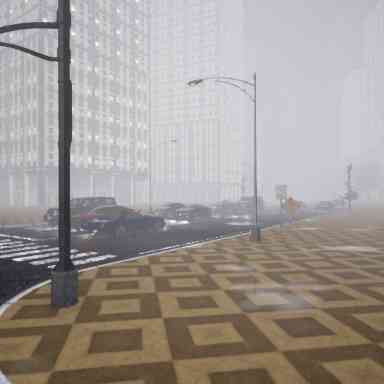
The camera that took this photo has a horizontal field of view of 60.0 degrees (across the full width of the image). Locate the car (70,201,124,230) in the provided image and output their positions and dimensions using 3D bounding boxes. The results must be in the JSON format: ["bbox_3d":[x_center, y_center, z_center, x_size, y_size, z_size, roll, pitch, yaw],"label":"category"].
[{"bbox_3d":[-5.531,1.603,21.687,1.882,1.535,5.008,0,-1,34],"label":"car"}]

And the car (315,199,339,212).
[{"bbox_3d":[17.649,1.840,44.073,2.033,1.411,5.357,0,0,32],"label":"car"}]

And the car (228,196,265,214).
[{"bbox_3d":[6.811,1.488,39.756,2.150,2.045,5.566,0,-1,34],"label":"car"}]

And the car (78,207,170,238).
[{"bbox_3d":[-3.577,1.700,18.434,1.895,1.301,4.718,0,-1,34],"label":"car"}]

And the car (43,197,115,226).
[{"bbox_3d":[-7.805,1.366,24.119,2.150,2.045,5.566,0,-1,34],"label":"car"}]

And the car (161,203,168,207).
[{"bbox_3d":[-1.965,1.737,32.649,1.812,1.442,4.674,0,-1,34],"label":"car"}]

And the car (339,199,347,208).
[{"bbox_3d":[24.205,1.839,54.742,1.882,1.535,5.008,0,0,31],"label":"car"}]

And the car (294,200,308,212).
[{"bbox_3d":[13.954,1.823,44.410,1.812,1.442,4.674,0,0,34],"label":"car"}]

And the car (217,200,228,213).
[{"bbox_3d":[3.890,1.768,41.244,2.128,1.511,4.902,0,-1,34],"label":"car"}]

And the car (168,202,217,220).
[{"bbox_3d":[0.124,1.754,29.954,1.994,1.385,4.181,0,-1,34],"label":"car"}]

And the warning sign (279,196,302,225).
[{"bbox_3d":[6.811,1.251,22.975,1.300,1.860,1.060,0,0,34],"label":"warning sign"}]
